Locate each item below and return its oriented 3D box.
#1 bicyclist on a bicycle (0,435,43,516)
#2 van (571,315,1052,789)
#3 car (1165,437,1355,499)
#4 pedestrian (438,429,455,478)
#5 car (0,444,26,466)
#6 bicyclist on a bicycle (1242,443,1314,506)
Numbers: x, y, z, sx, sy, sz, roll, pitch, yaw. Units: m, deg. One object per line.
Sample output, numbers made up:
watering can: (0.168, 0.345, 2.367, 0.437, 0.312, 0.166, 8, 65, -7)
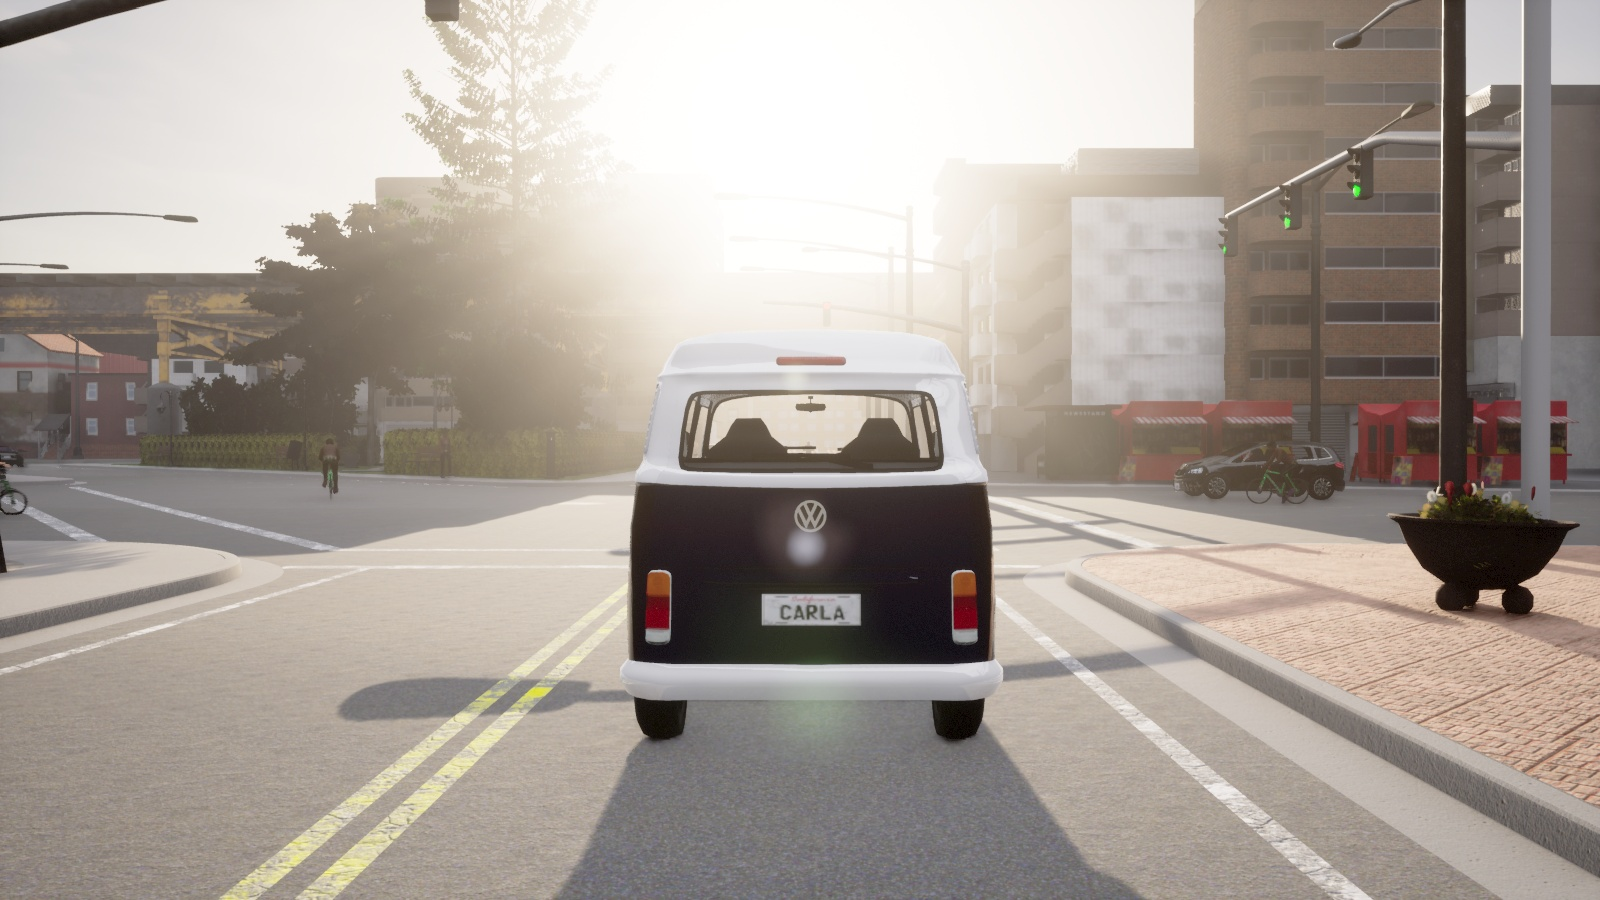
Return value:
bicyclist on a bicycle: (-16.472, 0.517, 25.613, 1.509, 1.612, 0.866, 0, -1, -4)
van: (0.066, 0.427, 7.651, 2.069, 2.038, 4.480, 0, 0, 0)
car: (13.121, 0.503, 36.080, 4.611, 1.667, 2.242, 1, 0, 0)
pedestrian: (-13.175, 0.124, 46.749, 0.328, 1.805, 0.869, 0, 0, -36)
car: (-50.921, 0.319, 79.779, 4.181, 1.385, 1.994, 0, 0, 45)
bicyclist on a bicycle: (12.392, 0.626, 32.583, 1.656, 1.620, 0.582, 0, 0, 0)
